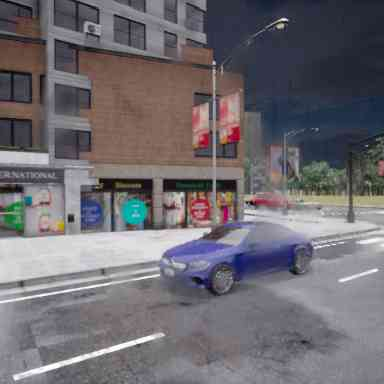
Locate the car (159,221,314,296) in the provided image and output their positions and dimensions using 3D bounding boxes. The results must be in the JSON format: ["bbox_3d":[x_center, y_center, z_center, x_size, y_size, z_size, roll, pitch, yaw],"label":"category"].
[{"bbox_3d":[1.367,1.524,8.787,4.674,1.442,1.812,0,0,-37],"label":"car"}]

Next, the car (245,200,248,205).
[{"bbox_3d":[9.586,1.461,47.548,1.895,1.301,4.718,0,0,-22],"label":"car"}]

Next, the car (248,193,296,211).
[{"bbox_3d":[9.383,1.113,39.463,2.150,2.045,5.566,0,0,-22],"label":"car"}]

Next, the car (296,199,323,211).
[{"bbox_3d":[13.075,1.482,39.077,1.895,1.301,4.718,0,0,-23],"label":"car"}]
